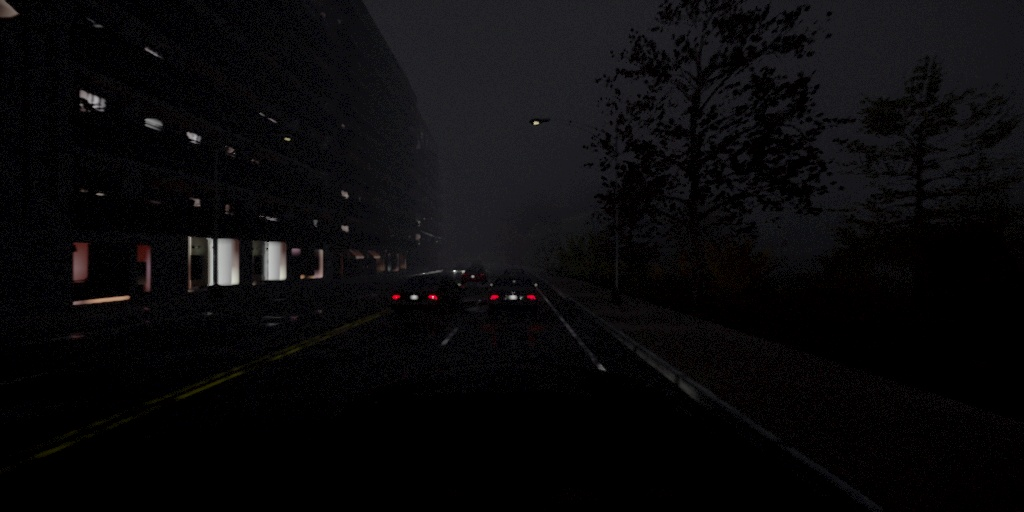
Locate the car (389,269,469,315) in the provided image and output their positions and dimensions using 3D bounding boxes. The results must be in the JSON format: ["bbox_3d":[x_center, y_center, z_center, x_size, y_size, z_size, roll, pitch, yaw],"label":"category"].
[{"bbox_3d":[-3.187,1.429,14.263,2.033,1.411,5.357,0,-1,1],"label":"car"}]

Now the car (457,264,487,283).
[{"bbox_3d":[-3.067,1.615,30.235,1.994,1.385,4.181,0,-1,1],"label":"car"}]

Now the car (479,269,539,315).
[{"bbox_3d":[0.061,1.429,14.250,2.033,1.411,5.357,0,-1,1],"label":"car"}]
